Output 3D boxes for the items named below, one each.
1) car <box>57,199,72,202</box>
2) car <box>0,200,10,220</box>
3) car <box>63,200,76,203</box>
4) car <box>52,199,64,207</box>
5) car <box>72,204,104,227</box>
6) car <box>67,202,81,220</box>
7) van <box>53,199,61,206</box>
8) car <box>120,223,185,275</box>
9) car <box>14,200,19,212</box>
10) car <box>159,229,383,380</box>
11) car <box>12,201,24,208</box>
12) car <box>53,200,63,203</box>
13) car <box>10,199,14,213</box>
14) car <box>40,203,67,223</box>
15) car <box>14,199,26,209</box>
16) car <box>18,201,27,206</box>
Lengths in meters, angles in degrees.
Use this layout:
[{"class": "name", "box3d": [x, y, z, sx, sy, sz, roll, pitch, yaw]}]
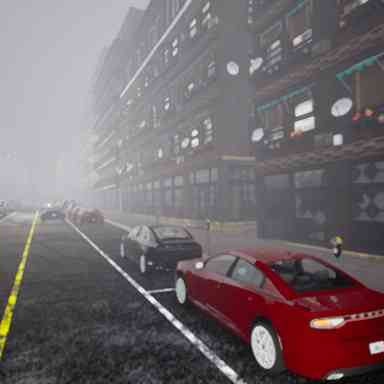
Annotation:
[{"class": "car", "box3d": [-17.081, 1.942, 46.028, 2.192, 1.841, 5.009, 1, -1, -24]}, {"class": "car", "box3d": [-19.712, 1.792, 32.775, 2.192, 1.841, 5.009, 2, -1, -24]}, {"class": "car", "box3d": [-12.498, 1.916, 35.959, 1.967, 1.590, 4.097, 1, -1, -24]}, {"class": "car", "box3d": [-30.723, 2.442, 76.280, 2.192, 1.841, 5.009, 1, -1, -24]}, {"class": "car", "box3d": [-7.960, 1.874, 25.871, 1.887, 1.381, 4.507, 1, -1, -24]}, {"class": "car", "box3d": [-10.233, 1.946, 30.911, 1.887, 1.381, 4.507, 1, -1, -24]}, {"class": "van", "box3d": [-32.997, 2.558, 81.321, 1.690, 1.788, 3.998, 1, -1, -24]}, {"class": "car", "box3d": [-1.141, 1.673, 10.746, 2.008, 1.369, 4.403, 1, -1, -24]}, {"class": "car", "box3d": [-26.536, 2.272, 47.894, 1.947, 1.339, 4.313, 2, -1, -24]}, {"class": "car", "box3d": [1.132, 1.602, 5.704, 1.887, 1.381, 4.507, 2, -1, -24]}, {"class": "car", "box3d": [-35.628, 2.584, 68.057, 1.887, 1.381, 4.507, 1, -1, -24]}, {"class": "car", "box3d": [-16.984, 2.041, 39.801, 2.128, 1.511, 4.902, 0, -1, -24]}, {"class": "car", "box3d": [-21.984, 1.867, 37.816, 2.192, 1.841, 5.009, 2, -1, -24]}, {"class": "car", "box3d": [-12.673, 1.971, 30.300, 1.994, 1.385, 4.181, 0, -1, -25]}, {"class": "car", "box3d": [-33.351, 2.268, 63.021, 2.192, 1.841, 5.009, 1, -1, -24]}, {"class": "car", "box3d": [-42.449, 2.892, 83.182, 1.802, 1.307, 4.206, 1, -2, -24]}]
